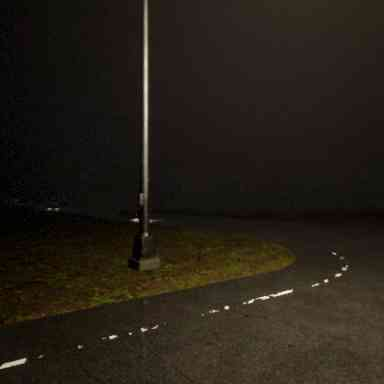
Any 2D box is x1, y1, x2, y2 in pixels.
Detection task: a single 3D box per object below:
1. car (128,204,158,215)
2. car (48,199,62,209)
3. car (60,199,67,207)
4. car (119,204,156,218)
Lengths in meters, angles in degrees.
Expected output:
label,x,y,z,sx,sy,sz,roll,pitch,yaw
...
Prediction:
label,x,y,z,sx,sy,sz,roll,pitch,yaw
car,-7.196,2.457,48.131,2.033,1.411,5.357,3,-3,-35
car,-29.979,2.839,71.916,1.812,1.442,4.674,2,-2,-28
car,-34.003,2.957,86.244,2.150,2.045,5.566,3,-2,-35
car,-5.877,1.963,34.105,1.994,1.385,4.181,3,-3,-35
